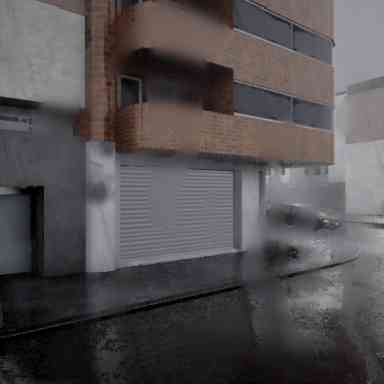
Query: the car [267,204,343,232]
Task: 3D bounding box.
[{"bbox_3d":[6.738,1.505,20.383,1.837,1.490,4.892,0,0,-31],"label":"car"}]
